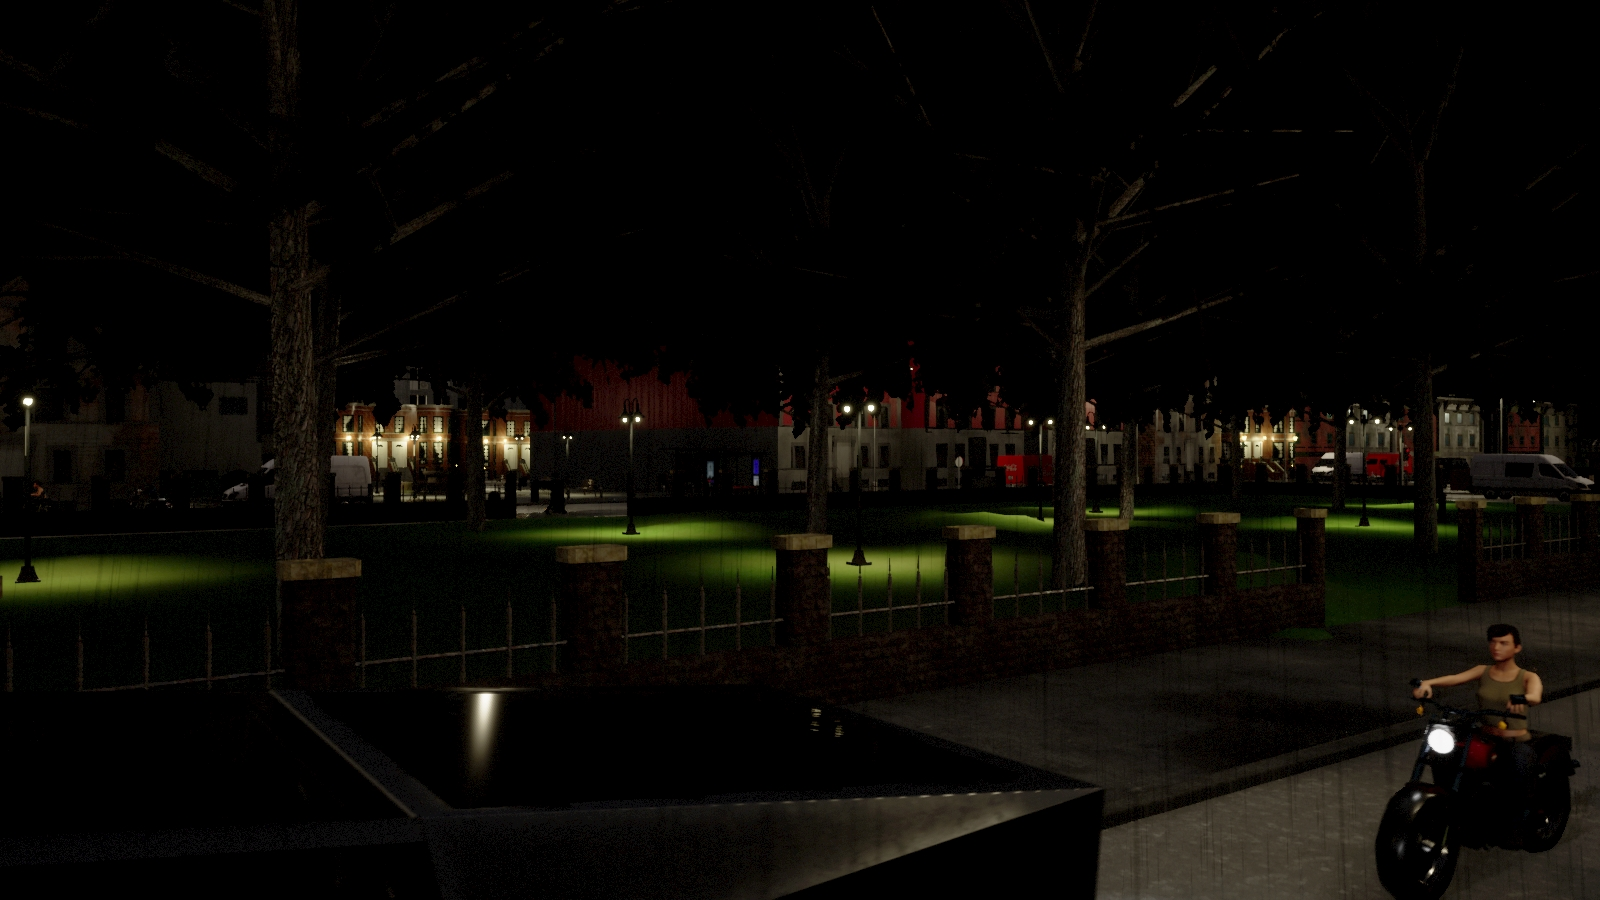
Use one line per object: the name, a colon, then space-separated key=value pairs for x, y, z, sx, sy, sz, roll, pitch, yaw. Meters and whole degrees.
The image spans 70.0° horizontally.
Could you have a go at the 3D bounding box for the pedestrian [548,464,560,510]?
pedestrian: x=-10.066 y=1.517 z=46.794 sx=0.375 sy=1.860 sz=0.375 roll=0 pitch=0 yaw=-35

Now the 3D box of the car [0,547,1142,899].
car: x=-2.134 y=1.533 z=2.916 sx=6.274 sy=2.098 sz=2.390 roll=0 pitch=0 yaw=-35
